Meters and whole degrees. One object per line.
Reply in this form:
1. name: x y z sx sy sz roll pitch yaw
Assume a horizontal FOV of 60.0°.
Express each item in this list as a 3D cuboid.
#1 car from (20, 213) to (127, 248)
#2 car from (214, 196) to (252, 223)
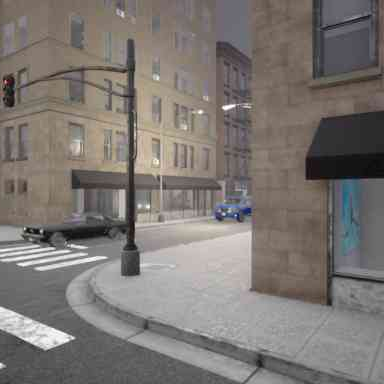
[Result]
1. car: -5.222 1.669 15.413 1.895 1.301 4.718 0 0 39
2. car: 4.046 1.382 28.092 2.150 2.045 5.566 0 0 35
